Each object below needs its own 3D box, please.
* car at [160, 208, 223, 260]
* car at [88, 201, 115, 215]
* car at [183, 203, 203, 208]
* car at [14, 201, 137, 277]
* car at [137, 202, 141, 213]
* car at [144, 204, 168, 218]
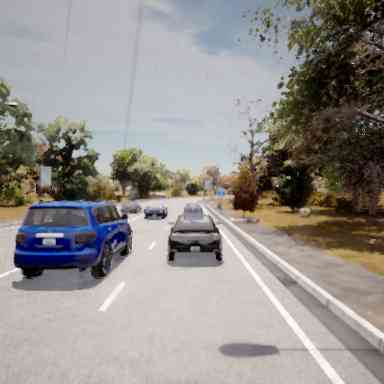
[{"bbox_3d":[0.101,1.587,12.873,2.128,1.511,4.902,0,0,0],"label":"car"},{"bbox_3d":[-10.582,1.781,39.117,1.812,1.442,4.674,0,0,0],"label":"car"},{"bbox_3d":[0.104,1.774,32.361,2.033,1.411,5.357,0,0,0],"label":"car"},{"bbox_3d":[-3.397,1.301,10.602,2.150,2.045,5.566,0,0,0],"label":"car"},{"bbox_3d":[-7.081,1.779,38.711,1.812,1.442,4.674,0,0,0],"label":"car"},{"bbox_3d":[-3.396,1.827,32.306,1.895,1.301,4.718,0,0,0],"label":"car"}]
